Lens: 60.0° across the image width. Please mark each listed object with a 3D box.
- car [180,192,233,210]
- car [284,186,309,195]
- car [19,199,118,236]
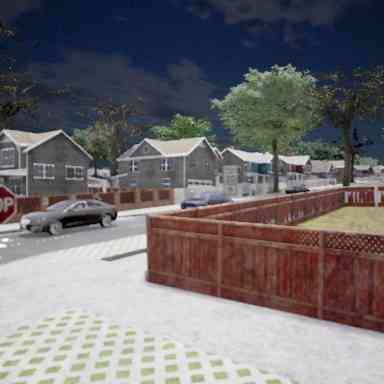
[{"bbox_3d":[1.279,0.703,26.424,2.033,1.411,5.357,0,3,36],"label":"car"},{"bbox_3d":[13.717,-0.175,43.471,1.895,1.301,4.718,0,3,36],"label":"car"},{"bbox_3d":[-5.916,1.145,16.498,2.128,1.511,4.902,0,2,36],"label":"car"}]
